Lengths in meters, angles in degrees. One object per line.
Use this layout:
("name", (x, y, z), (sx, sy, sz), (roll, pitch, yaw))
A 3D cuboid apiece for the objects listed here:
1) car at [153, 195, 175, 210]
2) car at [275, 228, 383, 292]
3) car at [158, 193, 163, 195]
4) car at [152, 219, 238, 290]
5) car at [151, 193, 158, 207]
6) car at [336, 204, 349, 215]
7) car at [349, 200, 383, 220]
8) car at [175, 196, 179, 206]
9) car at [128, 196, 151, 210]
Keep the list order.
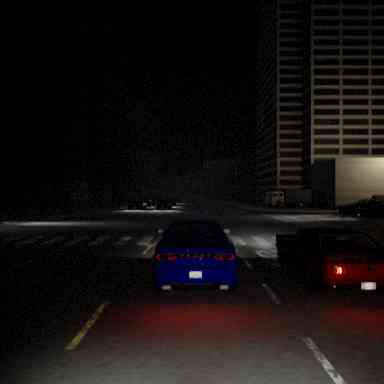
("car", (-3.587, 1.525, 43.508), (1.837, 1.490, 4.892), (0, 0, 0))
("car", (3.606, 1.605, 8.915), (1.895, 1.301, 4.718), (0, 0, 1))
("car", (-7.001, 1.258, 69.091), (2.150, 2.045, 5.566), (0, 0, 0))
("car", (0.058, 1.482, 9.091), (1.882, 1.535, 5.008), (0, 0, 0))
("car", (-7.087, 1.379, 53.256), (2.097, 1.767, 4.553), (0, 0, 0))
("car", (15.913, 1.448, 30.713), (4.902, 1.511, 2.128), (0, 0, 0))
("car", (15.851, 1.558, 27.212), (4.718, 1.301, 1.895), (0, 0, 0))
("car", (-3.586, 1.589, 53.235), (1.994, 1.385, 4.181), (0, 0, 0))
("car", (-7.089, 1.568, 43.821), (2.033, 1.411, 5.357), (0, 0, 0))
